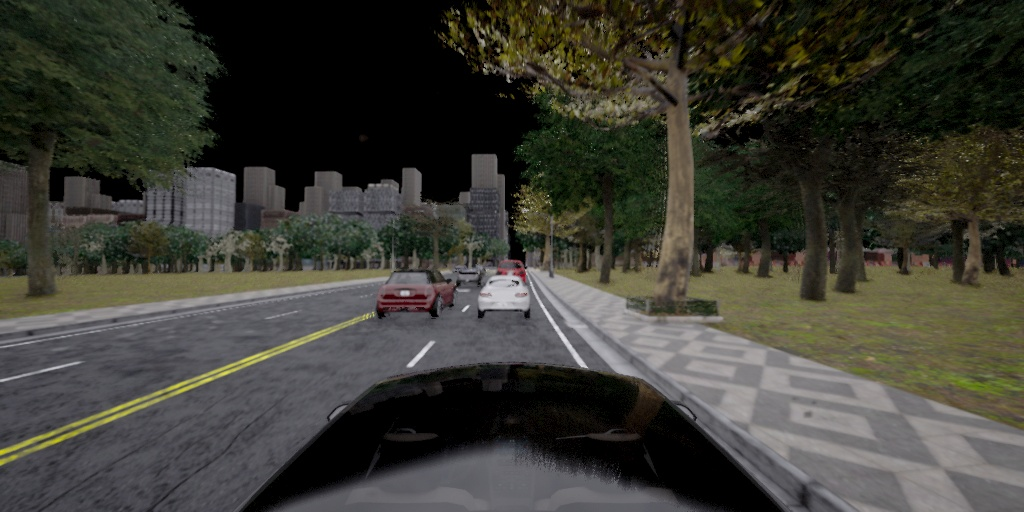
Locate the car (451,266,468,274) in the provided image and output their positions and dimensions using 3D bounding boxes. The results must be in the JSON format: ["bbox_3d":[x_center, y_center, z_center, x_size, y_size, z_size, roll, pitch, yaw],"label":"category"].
[{"bbox_3d":[-8.851,2.321,60.623,1.994,1.385,4.181,0,-1,2],"label":"car"}]

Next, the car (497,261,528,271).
[{"bbox_3d":[-0.005,1.372,27.745,2.150,2.045,5.566,0,-1,2],"label":"car"}]

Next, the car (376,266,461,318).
[{"bbox_3d":[-3.494,1.278,13.948,2.097,1.767,4.553,0,-1,1],"label":"car"}]

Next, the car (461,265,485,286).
[{"bbox_3d":[-3.208,1.664,28.956,2.128,1.511,4.902,0,-1,2],"label":"car"}]

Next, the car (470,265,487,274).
[{"bbox_3d":[-5.600,2.246,60.612,2.128,1.511,4.902,0,-1,2],"label":"car"}]

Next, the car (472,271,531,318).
[{"bbox_3d":[-0.247,1.450,13.841,1.812,1.442,4.674,0,-1,1],"label":"car"}]
